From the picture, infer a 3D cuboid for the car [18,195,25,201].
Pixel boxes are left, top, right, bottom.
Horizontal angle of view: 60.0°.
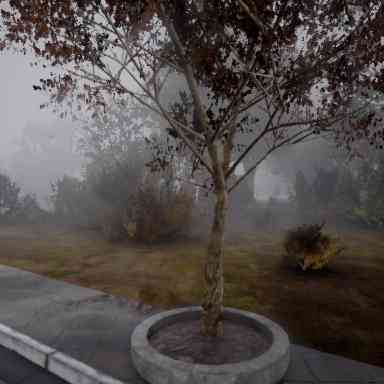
[{"bbox_3d":[-22.657,1.174,43.333,1.837,1.490,4.892,1,0,32],"label":"car"}]
